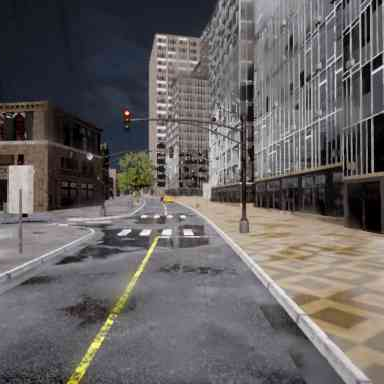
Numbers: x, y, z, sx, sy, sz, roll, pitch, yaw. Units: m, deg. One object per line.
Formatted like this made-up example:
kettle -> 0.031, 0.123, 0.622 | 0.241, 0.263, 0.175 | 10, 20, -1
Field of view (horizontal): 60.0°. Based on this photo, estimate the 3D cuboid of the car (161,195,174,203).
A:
car -> -4.846, 1.465, 68.185 | 1.882, 1.535, 5.008 | 0, 0, -8
